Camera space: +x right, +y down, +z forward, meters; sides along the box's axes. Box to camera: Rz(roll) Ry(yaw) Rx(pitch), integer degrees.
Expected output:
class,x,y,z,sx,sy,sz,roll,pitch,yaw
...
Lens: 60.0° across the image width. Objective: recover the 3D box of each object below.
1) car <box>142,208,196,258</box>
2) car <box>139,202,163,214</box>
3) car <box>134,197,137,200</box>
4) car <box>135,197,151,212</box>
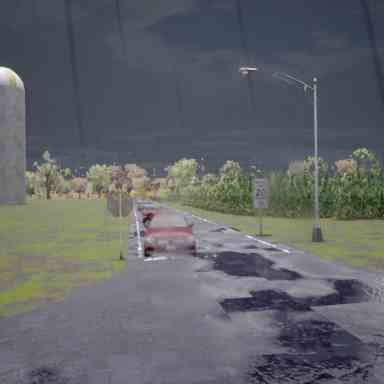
class,x,y,z,sx,sy,sz,roll,pitch,yaw
car,-0.927,1.596,13.350,1.812,1.442,4.674,-1,0,-6
car,-3.061,1.727,26.882,1.895,1.301,4.718,-1,0,-10
car,-10.414,1.782,65.969,2.128,1.511,4.902,-1,0,-11
car,-5.858,1.758,42.158,1.994,1.385,4.181,-1,0,-11
